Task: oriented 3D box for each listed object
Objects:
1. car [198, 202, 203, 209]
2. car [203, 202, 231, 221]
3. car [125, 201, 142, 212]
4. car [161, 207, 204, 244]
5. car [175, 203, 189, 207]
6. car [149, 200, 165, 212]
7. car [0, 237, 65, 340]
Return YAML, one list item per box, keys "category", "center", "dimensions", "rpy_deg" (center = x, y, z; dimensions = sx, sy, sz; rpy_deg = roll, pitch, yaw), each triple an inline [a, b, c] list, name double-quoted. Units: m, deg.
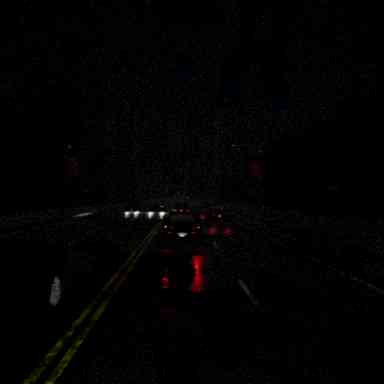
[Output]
- category: "car"
  center: [1.846, 1.998, 43.904]
  dimensions: [2.128, 1.511, 4.902]
  rpy_deg: [1, -1, -2]
- category: "car"
  center: [2.290, 1.882, 30.619]
  dimensions: [1.812, 1.442, 4.674]
  rpy_deg: [1, -1, -2]
- category: "car"
  center: [-8.165, 1.972, 46.900]
  dimensions: [2.033, 1.411, 5.357]
  rpy_deg: [1, -1, -2]
- category: "car"
  center: [-0.497, 1.699, 16.742]
  dimensions: [1.812, 1.442, 4.674]
  rpy_deg: [1, -1, -2]
- category: "car"
  center: [-1.092, 1.914, 35.183]
  dimensions: [2.033, 1.411, 5.357]
  rpy_deg: [1, -1, -2]
- category: "car"
  center: [-4.921, 1.945, 47.220]
  dimensions: [1.882, 1.535, 5.008]
  rpy_deg: [1, -1, -2]
- category: "car"
  center: [-3.565, 1.490, 5.069]
  dimensions: [1.882, 1.535, 5.008]
  rpy_deg: [1, -1, -2]
